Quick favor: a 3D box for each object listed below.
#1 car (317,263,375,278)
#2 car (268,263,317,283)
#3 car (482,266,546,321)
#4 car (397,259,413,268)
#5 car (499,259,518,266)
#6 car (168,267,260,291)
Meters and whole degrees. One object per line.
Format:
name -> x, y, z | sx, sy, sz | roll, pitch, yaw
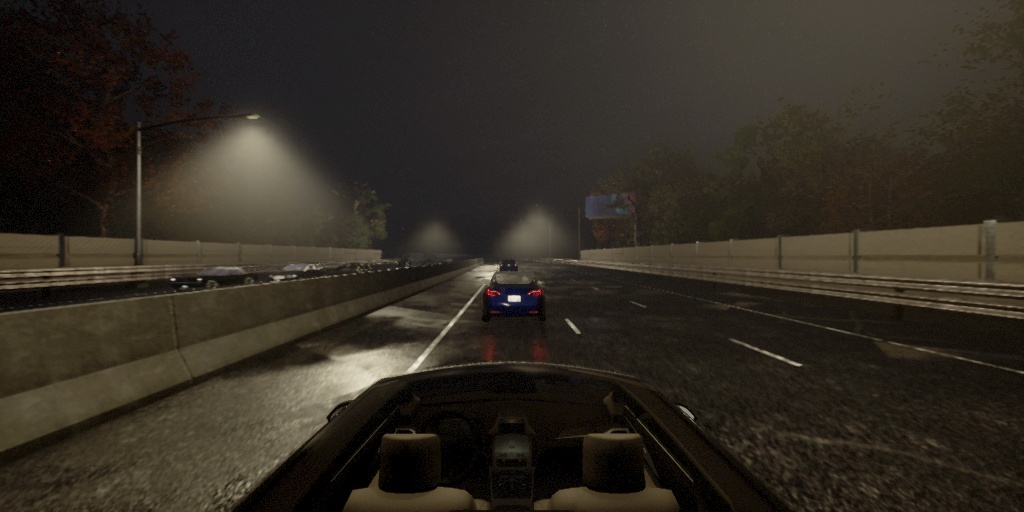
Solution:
car -> -10.763, 1.253, 24.098 | 1.837, 1.490, 4.892 | 0, 0, -1
car -> -14.265, 1.241, 24.270 | 2.128, 1.511, 4.902 | 0, 0, -1
car -> 0.052, 1.252, 12.515 | 2.163, 1.488, 4.792 | 0, 0, 0
car -> -18.610, 1.237, 62.517 | 1.837, 1.490, 4.892 | 0, 0, -1
car -> -0.398, 1.093, 42.312 | 2.097, 1.767, 4.553 | 0, 0, -1
car -> -17.731, 1.351, 21.627 | 1.895, 1.301, 4.718 | 0, 0, -1
